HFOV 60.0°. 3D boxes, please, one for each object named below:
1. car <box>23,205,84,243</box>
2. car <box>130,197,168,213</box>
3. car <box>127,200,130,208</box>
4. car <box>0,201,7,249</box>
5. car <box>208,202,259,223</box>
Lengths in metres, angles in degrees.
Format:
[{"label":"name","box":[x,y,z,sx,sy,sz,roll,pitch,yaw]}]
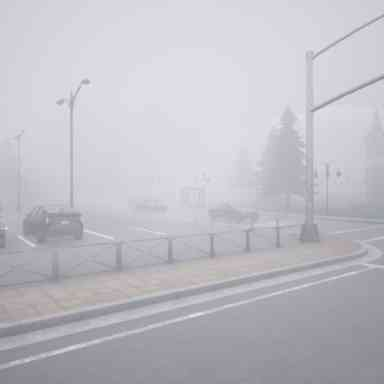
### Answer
[{"label":"car","box":[-6.426,1.338,15.272,2.007,1.523,4.514,0,0,-36]},{"label":"car","box":[-4.558,1.345,36.500,2.097,1.767,4.553,0,0,-36]},{"label":"car","box":[-7.459,1.497,46.632,1.837,1.490,4.892,0,0,-36]},{"label":"car","box":[-8.937,1.330,13.390,2.152,1.636,5.027,0,0,-36]},{"label":"car","box":[3.135,1.519,26.098,1.812,1.442,4.674,0,0,-37]}]
